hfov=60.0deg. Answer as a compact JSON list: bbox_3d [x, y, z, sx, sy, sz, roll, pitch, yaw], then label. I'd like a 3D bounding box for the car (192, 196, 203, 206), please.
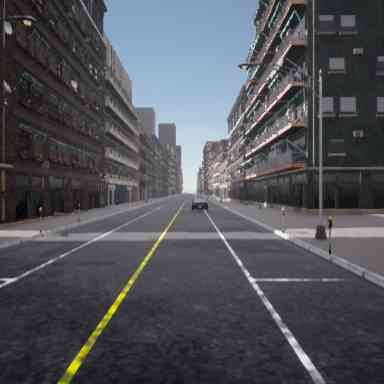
[{"bbox_3d":[0.899,1.472,55.875,1.801,1.575,5.366,0,0,0],"label":"car"}]

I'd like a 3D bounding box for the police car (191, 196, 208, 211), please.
[{"bbox_3d":[0.900,1.427,39.796,1.930,1.638,5.238,0,0,0],"label":"police car"}]

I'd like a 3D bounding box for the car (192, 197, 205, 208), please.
[{"bbox_3d":[0.899,1.542,49.686,1.837,1.490,4.892,0,0,0],"label":"car"}]
